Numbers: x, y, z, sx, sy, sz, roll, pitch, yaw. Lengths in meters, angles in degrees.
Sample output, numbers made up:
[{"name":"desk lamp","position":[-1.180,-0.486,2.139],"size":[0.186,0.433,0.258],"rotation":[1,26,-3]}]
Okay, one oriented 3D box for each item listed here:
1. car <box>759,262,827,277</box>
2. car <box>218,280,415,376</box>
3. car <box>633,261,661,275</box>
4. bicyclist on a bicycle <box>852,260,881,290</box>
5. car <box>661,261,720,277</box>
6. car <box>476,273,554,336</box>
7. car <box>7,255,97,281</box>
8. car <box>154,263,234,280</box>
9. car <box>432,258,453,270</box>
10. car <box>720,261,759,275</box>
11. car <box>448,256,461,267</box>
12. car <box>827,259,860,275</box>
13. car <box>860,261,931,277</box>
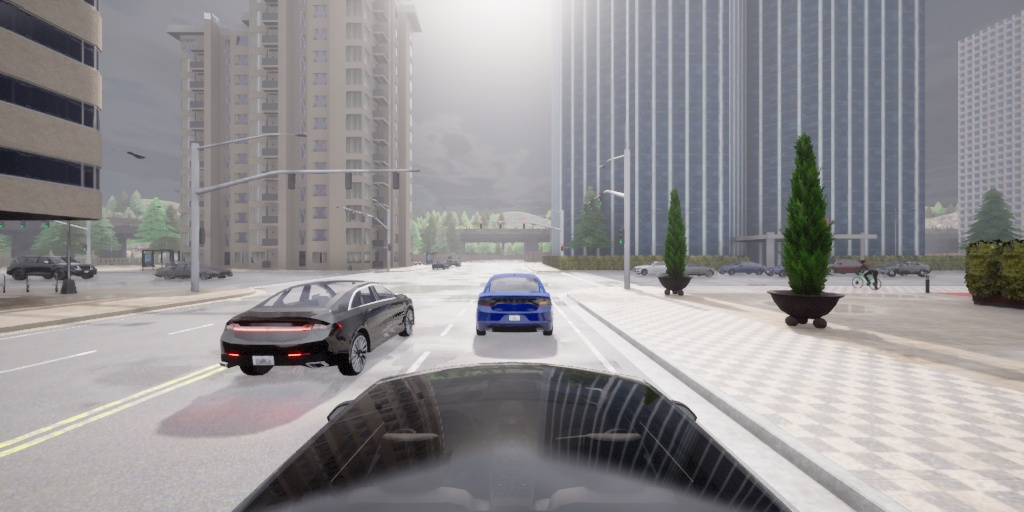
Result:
[{"name":"car","position":[26.913,1.276,34.440],"size":[4.674,1.442,1.812],"rotation":[0,0,0]},{"name":"car","position":[-3.446,1.242,7.416],"size":[2.128,1.511,4.902],"rotation":[0,0,0]},{"name":"car","position":[15.191,1.276,37.824],"size":[4.674,1.442,1.812],"rotation":[0,0,-1]},{"name":"bicyclist on a bicycle","position":[19.632,1.051,19.886],"size":[0.582,1.620,1.656],"rotation":[0,0,-1]},{"name":"car","position":[16.994,1.314,34.343],"size":[4.181,1.385,1.994],"rotation":[0,0,-1]},{"name":"car","position":[0.071,1.228,10.455],"size":[1.882,1.535,5.008],"rotation":[0,0,0]},{"name":"car","position":[-38.465,0.972,30.072],"size":[5.566,2.045,2.150],"rotation":[0,0,0]},{"name":"car","position":[-26.712,1.298,30.178],"size":[5.357,1.411,2.033],"rotation":[0,0,-1]},{"name":"car","position":[-10.621,1.351,53.575],"size":[1.895,1.301,4.718],"rotation":[0,0,0]},{"name":"car","position":[24.274,1.276,37.917],"size":[4.674,1.442,1.812],"rotation":[0,0,0]},{"name":"car","position":[-10.588,0.968,64.541],"size":[2.150,2.045,5.566],"rotation":[0,0,0]},{"name":"car","position":[34.359,1.102,38.014],"size":[4.553,1.767,2.097],"rotation":[0,0,0]},{"name":"car","position":[37.234,1.242,34.538],"size":[4.902,1.511,2.128],"rotation":[0,0,0]}]
